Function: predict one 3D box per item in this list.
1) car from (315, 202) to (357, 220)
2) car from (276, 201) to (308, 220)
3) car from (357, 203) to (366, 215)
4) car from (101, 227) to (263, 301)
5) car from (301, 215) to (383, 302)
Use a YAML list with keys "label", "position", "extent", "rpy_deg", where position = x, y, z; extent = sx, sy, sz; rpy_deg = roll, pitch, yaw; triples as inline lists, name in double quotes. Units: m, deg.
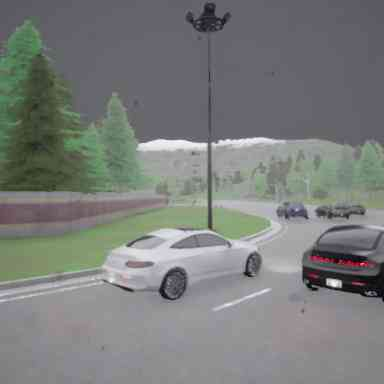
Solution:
- label: "car"
  position: [13.068, 1.780, 31.205]
  extent: [2.128, 1.511, 4.902]
  rpy_deg: [0, -1, 2]
- label: "car"
  position: [9.594, 1.682, 32.262]
  extent: [2.097, 1.767, 4.553]
  rpy_deg: [-1, -1, 2]
- label: "car"
  position: [16.576, 1.803, 35.409]
  extent: [2.128, 1.511, 4.902]
  rpy_deg: [0, -1, 1]
- label: "car"
  position: [-0.051, 1.639, 8.695]
  extent: [4.674, 1.442, 1.812]
  rpy_deg: [0, -1, -44]
- label: "car"
  position: [4.427, 1.580, 8.468]
  extent: [1.837, 1.490, 4.892]
  rpy_deg: [0, 0, 41]
